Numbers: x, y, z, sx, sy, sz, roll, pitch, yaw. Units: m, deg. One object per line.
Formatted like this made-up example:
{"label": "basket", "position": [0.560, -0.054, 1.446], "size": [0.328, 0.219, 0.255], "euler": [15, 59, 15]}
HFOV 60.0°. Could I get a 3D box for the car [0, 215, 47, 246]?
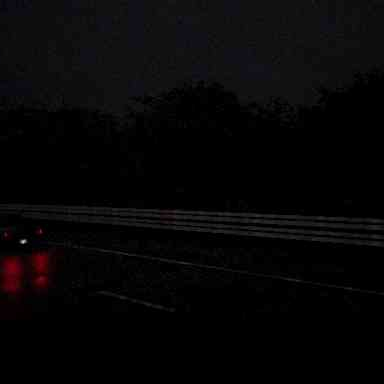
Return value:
{"label": "car", "position": [-8.294, 1.619, 14.085], "size": [4.718, 1.301, 1.895], "euler": [0, 0, 35]}
